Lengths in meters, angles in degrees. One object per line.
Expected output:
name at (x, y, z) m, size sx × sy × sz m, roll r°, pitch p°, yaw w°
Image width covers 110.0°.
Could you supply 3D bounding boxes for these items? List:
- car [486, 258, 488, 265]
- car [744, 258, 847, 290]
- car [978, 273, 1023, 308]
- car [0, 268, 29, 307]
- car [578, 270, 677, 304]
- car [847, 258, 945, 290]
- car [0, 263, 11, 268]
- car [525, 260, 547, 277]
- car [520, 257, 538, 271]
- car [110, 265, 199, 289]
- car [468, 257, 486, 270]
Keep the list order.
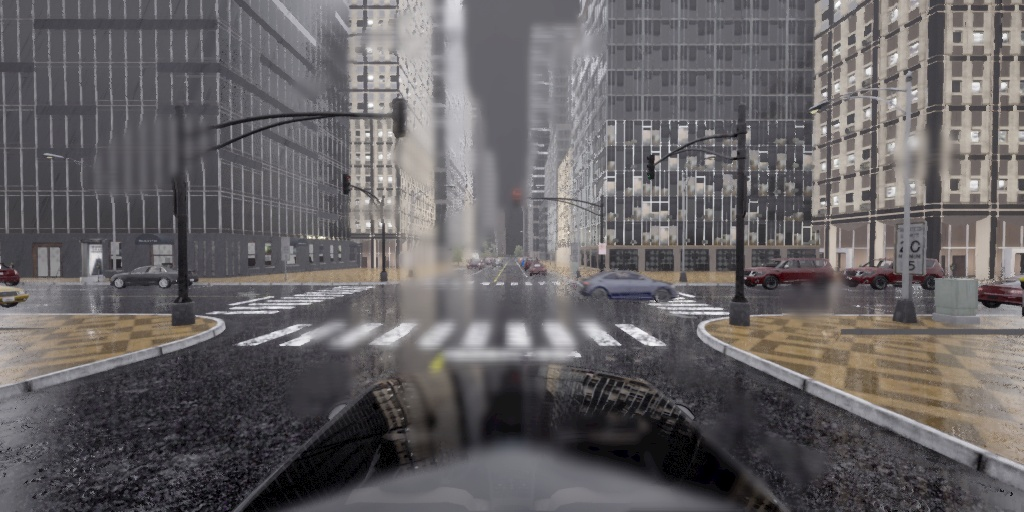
car at (-5.290, 1.307, 57.862) m, size 1.802 × 1.307 × 4.207 m, roll 0°, pitch 0°, yaw 0°
car at (16.570, 1.024, 21.645) m, size 5.009 × 1.841 × 2.192 m, roll 0°, pitch 0°, yaw 0°
car at (20.186, 1.417, 13.513) m, size 4.207 × 1.307 × 1.802 m, roll 0°, pitch 0°, yaw 0°
car at (-21.256, 1.301, 13.437) m, size 4.829 × 1.417 × 1.751 m, roll 0°, pitch 0°, yaw 0°
car at (5.134, 1.323, 16.178) m, size 4.181 × 1.385 × 1.994 m, roll 1°, pitch 1°, yaw 0°
car at (22.902, 1.032, 21.656) m, size 5.009 × 1.841 × 2.192 m, roll 0°, pitch 0°, yaw 0°
car at (-32.556, 1.078, 21.484) m, size 4.097 × 1.591 × 1.967 m, roll 0°, pitch 0°, yaw 0°
car at (2.547, 1.319, 35.785) m, size 1.802 × 1.307 × 4.207 m, roll 0°, pitch 0°, yaw 0°
car at (2.574, 1.046, 46.834) m, size 2.192 × 1.841 × 5.009 m, roll 0°, pitch 0°, yaw 0°
car at (-21.440, 1.205, 21.575) m, size 4.403 × 1.370 × 2.007 m, roll 0°, pitch 0°, yaw 0°
car at (-5.292, 1.168, 52.338) m, size 1.967 × 1.591 × 4.097 m, roll 0°, pitch 0°, yaw 0°
